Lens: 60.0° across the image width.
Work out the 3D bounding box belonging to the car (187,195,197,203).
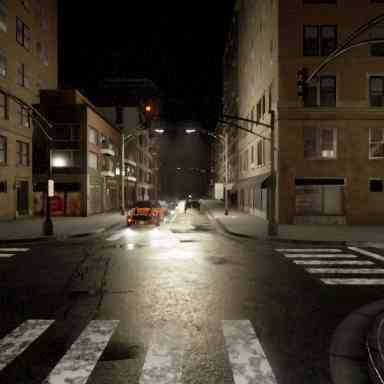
[{"bbox_3d":[-0.029,1.455,69.696,2.128,1.511,4.902,0,0,0],"label":"car"}]

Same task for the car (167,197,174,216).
[{"bbox_3d":[-3.156,1.537,32.513,2.033,1.411,5.357,0,0,0],"label":"car"}]

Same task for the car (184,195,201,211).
[{"bbox_3d":[0.023,1.475,41.040,2.128,1.511,4.902,0,0,0],"label":"car"}]

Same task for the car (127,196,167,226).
[{"bbox_3d":[-3.138,1.347,23.058,2.097,1.767,4.553,0,0,0],"label":"car"}]

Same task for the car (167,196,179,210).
[{"bbox_3d":[-3.167,1.335,42.298,2.097,1.767,4.553,0,0,0],"label":"car"}]

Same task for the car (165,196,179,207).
[{"bbox_3d":[-3.153,1.454,52.654,1.882,1.535,5.008,0,0,0],"label":"car"}]
